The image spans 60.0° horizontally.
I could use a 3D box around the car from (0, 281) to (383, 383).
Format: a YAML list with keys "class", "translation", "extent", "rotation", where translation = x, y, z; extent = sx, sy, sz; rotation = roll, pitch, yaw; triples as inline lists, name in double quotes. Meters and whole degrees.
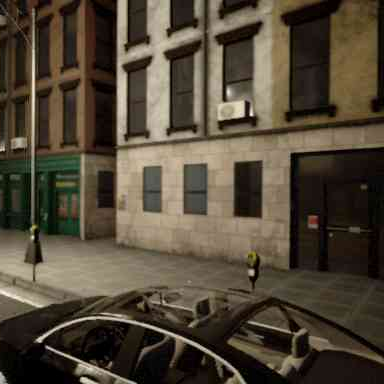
- class: "car"
  translation: [-0.243, 1.539, 2.987]
  extent: [4.403, 1.369, 2.008]
  rotation: [0, 0, 36]
